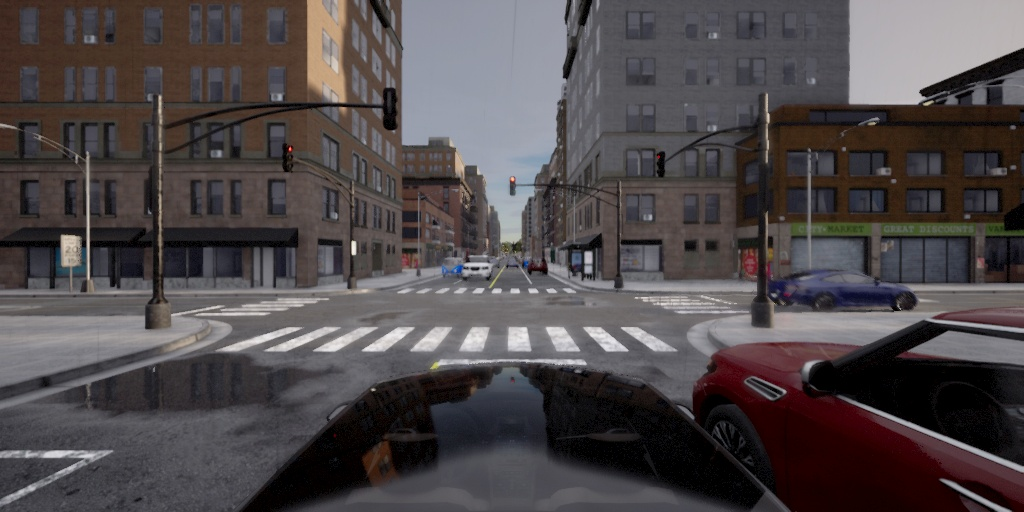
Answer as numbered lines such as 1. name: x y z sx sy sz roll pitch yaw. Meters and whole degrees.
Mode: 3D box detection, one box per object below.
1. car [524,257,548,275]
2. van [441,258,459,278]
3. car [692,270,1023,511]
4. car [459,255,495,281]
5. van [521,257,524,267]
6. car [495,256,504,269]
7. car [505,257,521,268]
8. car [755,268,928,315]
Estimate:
1. car: 2.715 1.028 38.539 2.192 1.841 5.009 0 0 0
2. van: -5.399 1.060 33.133 1.690 1.789 3.998 0 0 0
3. car: 2.638 1.065 1.168 2.192 1.841 5.009 0 0 0
4. car: -2.844 0.943 30.318 2.150 2.045 5.566 0 0 0
5. van: 2.704 1.037 54.757 1.690 1.789 3.998 0 0 0
6. car: -2.802 1.189 54.410 2.128 1.511 4.902 0 0 0
7. car: 0.068 1.257 57.962 1.994 1.385 4.181 0 0 0
8. car: 11.626 1.209 12.863 4.674 1.442 1.812 0 0 -3
